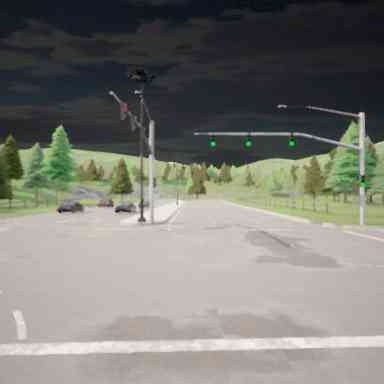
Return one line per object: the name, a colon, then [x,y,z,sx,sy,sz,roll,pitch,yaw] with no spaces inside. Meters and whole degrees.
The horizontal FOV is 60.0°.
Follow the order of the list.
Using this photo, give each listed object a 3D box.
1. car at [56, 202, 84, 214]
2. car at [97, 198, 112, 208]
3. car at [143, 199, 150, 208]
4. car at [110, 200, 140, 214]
car: [-15.056,1.933,41.506,2.033,1.411,5.357,0,-1,0]
car: [-15.004,1.890,58.055,2.097,1.767,4.553,0,-1,1]
car: [-8.008,2.023,57.552,2.128,1.511,4.902,0,-1,1]
car: [-8.061,1.925,40.754,2.033,1.411,5.357,0,-1,0]
